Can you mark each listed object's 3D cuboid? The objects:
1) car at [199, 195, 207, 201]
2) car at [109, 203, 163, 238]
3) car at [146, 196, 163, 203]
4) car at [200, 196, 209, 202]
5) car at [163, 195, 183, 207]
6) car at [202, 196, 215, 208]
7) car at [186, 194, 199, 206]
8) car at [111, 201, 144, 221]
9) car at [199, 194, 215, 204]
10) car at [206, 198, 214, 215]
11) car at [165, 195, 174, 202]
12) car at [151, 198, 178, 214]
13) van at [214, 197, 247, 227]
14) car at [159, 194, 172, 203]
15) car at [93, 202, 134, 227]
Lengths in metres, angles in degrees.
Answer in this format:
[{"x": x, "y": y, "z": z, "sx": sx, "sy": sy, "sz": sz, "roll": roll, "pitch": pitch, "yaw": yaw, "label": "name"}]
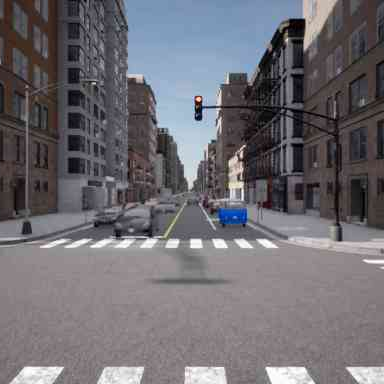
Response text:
[{"x": 2.734, "y": 1.532, "z": 84.976, "sx": 1.947, "sy": 1.339, "sz": 4.313, "roll": 0, "pitch": 0, "yaw": 0, "label": "car"}, {"x": -2.832, "y": 1.525, "z": 17.866, "sx": 1.812, "sy": 1.442, "sz": 4.674, "roll": 0, "pitch": 0, "yaw": 0, "label": "car"}, {"x": -5.336, "y": 1.520, "z": 45.040, "sx": 1.752, "sy": 1.417, "sz": 4.829, "roll": 0, "pitch": 0, "yaw": 0, "label": "car"}, {"x": 2.721, "y": 1.525, "z": 73.614, "sx": 2.008, "sy": 1.369, "sz": 4.403, "roll": 0, "pitch": 0, "yaw": 0, "label": "car"}, {"x": -2.761, "y": 1.555, "z": 49.125, "sx": 1.994, "sy": 1.385, "sz": 4.181, "roll": 0, "pitch": 0, "yaw": 0, "label": "car"}, {"x": 2.689, "y": 1.577, "z": 45.207, "sx": 1.802, "sy": 1.307, "sz": 4.206, "roll": 0, "pitch": 0, "yaw": 0, "label": "car"}, {"x": 0.168, "y": 1.479, "z": 55.380, "sx": 2.128, "sy": 1.511, "sz": 4.902, "roll": 0, "pitch": 0, "yaw": 0, "label": "car"}, {"x": -5.356, "y": 1.544, "z": 28.164, "sx": 1.887, "sy": 1.381, "sz": 4.507, "roll": 0, "pitch": 0, "yaw": 0, "label": "car"}, {"x": 2.696, "y": 1.306, "z": 50.889, "sx": 2.192, "sy": 1.841, "sz": 5.009, "roll": 0, "pitch": 0, "yaw": 0, "label": "car"}, {"x": 2.676, "y": 1.581, "z": 33.844, "sx": 1.802, "sy": 1.307, "sz": 4.206, "roll": 0, "pitch": 0, "yaw": 0, "label": "car"}, {"x": -5.297, "y": 1.411, "z": 79.301, "sx": 1.967, "sy": 1.590, "sz": 4.097, "roll": 0, "pitch": 0, "yaw": 0, "label": "car"}, {"x": -2.807, "y": 1.599, "z": 35.164, "sx": 1.895, "sy": 1.301, "sz": 4.718, "roll": 0, "pitch": 0, "yaw": 0, "label": "car"}, {"x": 2.663, "y": 1.340, "z": 22.482, "sx": 1.690, "sy": 1.788, "sz": 3.998, "roll": 0, "pitch": 0, "yaw": 0, "label": "van"}, {"x": -5.310, "y": 1.294, "z": 67.937, "sx": 2.192, "sy": 1.841, "sz": 5.009, "roll": 0, "pitch": 0, "yaw": 0, "label": "car"}, {"x": -5.362, "y": 1.550, "z": 22.483, "sx": 2.008, "sy": 1.369, "sz": 4.403, "roll": 0, "pitch": 0, "yaw": 0, "label": "car"}]
